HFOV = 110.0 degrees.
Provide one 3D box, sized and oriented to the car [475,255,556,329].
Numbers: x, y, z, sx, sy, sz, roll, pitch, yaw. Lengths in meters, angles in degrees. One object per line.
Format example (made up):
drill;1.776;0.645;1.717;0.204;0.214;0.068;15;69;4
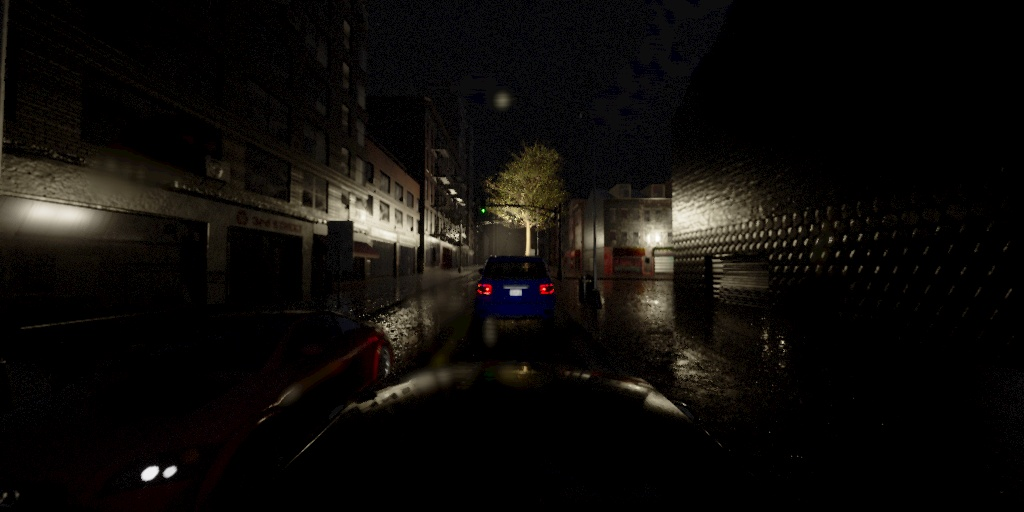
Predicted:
car;0.084;0.988;11.489;2.150;2.045;5.566;0;0;0

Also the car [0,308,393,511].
car;-2.845;1.318;3.937;1.994;1.385;4.181;0;0;0
